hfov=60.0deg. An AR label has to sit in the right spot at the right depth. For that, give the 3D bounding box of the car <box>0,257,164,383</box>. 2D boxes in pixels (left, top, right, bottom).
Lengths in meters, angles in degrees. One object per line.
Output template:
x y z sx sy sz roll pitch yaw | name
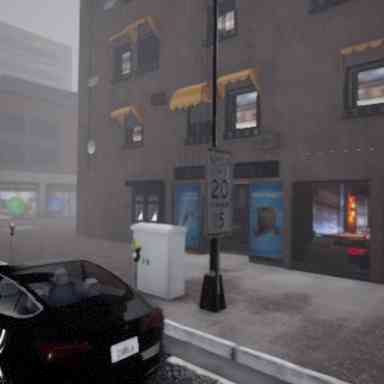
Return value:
-2.253 1.608 4.682 4.313 1.339 1.947 0 -1 40 | car
